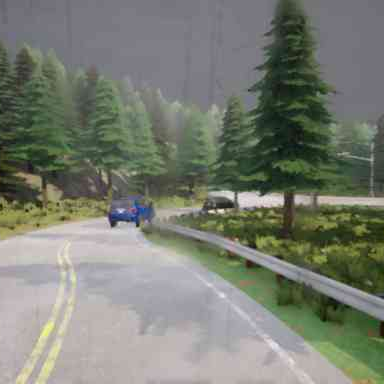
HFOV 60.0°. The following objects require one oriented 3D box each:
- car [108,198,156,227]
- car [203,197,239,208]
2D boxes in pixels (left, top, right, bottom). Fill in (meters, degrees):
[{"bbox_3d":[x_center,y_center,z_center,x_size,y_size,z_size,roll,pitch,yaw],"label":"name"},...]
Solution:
[{"bbox_3d":[-4.337,1.423,24.715,2.150,2.045,5.566,0,0,8],"label":"car"},{"bbox_3d":[3.324,1.317,36.631,4.553,1.767,2.097,-3,5,-42],"label":"car"}]
